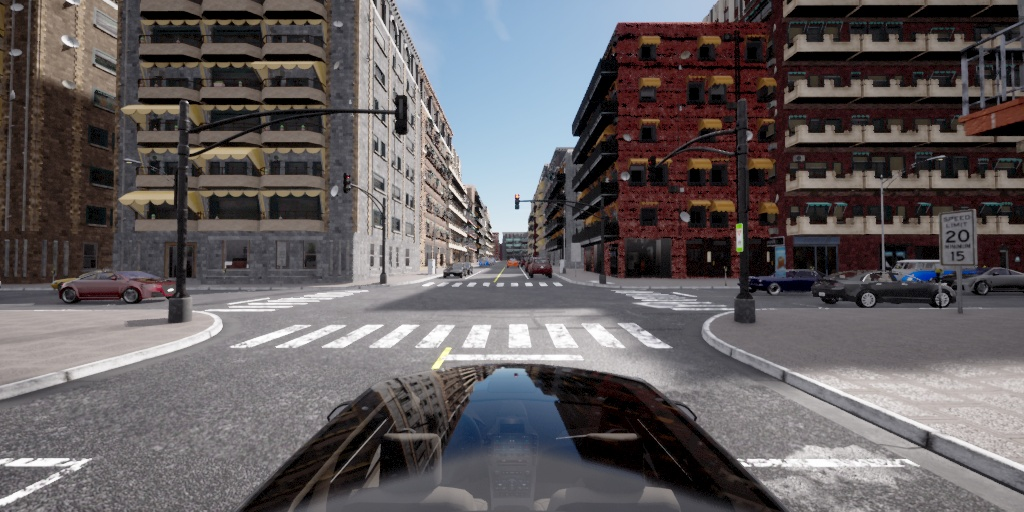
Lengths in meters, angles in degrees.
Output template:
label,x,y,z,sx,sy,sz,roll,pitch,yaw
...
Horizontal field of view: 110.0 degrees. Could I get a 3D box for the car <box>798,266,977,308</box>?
label,x,y,z,sx,sy,sz,roll,pitch,yaw
car,13.760,1.185,13.376,4.403,1.370,2.007,0,0,0

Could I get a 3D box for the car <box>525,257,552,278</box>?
label,x,y,z,sx,sy,sz,roll,pitch,yaw
car,2.608,1.076,33.684,2.192,1.841,5.009,0,0,0

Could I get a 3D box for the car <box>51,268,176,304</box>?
label,x,y,z,sx,sy,sz,roll,pitch,yaw
car,-17.189,1.339,15.970,4.181,1.385,1.994,0,-1,0

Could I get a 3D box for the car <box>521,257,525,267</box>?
label,x,y,z,sx,sy,sz,roll,pitch,yaw
car,2.622,1.085,44.807,2.192,1.841,5.009,0,0,0

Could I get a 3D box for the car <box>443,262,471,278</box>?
label,x,y,z,sx,sy,sz,roll,pitch,yaw
car,-5.274,1.327,33.649,1.948,1.339,4.313,0,0,0

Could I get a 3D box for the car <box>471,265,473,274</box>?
label,x,y,z,sx,sy,sz,roll,pitch,yaw
car,-5.266,1.330,39.210,1.948,1.339,4.313,0,0,0

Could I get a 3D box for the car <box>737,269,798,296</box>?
label,x,y,z,sx,sy,sz,roll,pitch,yaw
car,14.574,1.347,18.801,4.718,1.301,1.895,0,-1,-2

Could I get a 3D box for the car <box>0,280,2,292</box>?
label,x,y,z,sx,sy,sz,roll,pitch,yaw
car,-26.678,1.026,16.012,5.566,2.045,2.150,0,-1,0

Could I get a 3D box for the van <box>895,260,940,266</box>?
label,x,y,z,sx,sy,sz,roll,pitch,yaw
van,24.928,1.115,21.214,3.998,1.789,1.690,0,0,0

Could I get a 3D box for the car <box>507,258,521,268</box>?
label,x,y,z,sx,sy,sz,roll,pitch,yaw
car,0.177,1.175,63.717,2.097,1.767,4.553,0,0,0

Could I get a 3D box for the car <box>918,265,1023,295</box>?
label,x,y,z,sx,sy,sz,roll,pitch,yaw
car,24.579,1.287,18.766,4.181,1.385,1.994,0,-1,0
